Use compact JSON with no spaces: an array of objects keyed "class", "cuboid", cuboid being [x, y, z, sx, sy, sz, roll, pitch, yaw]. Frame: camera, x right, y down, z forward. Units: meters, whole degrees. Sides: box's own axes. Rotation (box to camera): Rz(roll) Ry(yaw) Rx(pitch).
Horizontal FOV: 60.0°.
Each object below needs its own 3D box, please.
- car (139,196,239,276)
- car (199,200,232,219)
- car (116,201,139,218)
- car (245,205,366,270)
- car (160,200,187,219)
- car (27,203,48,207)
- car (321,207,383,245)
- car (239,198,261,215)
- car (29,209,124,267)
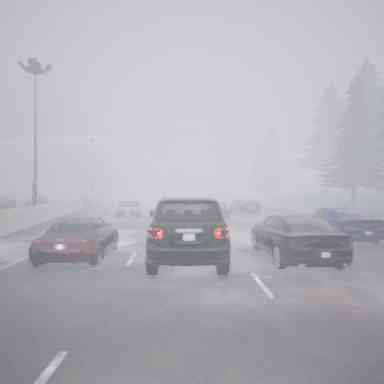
[{"class":"car","cuboid":[-0.169,1.148,10.295,2.150,2.045,5.566,0,0,-2]},{"class":"car","cuboid":[1.854,1.425,27.907,1.895,1.301,4.718,0,0,-7]},{"class":"car","cuboid":[-5.126,1.406,27.384,1.895,1.301,4.718,0,0,-7]},{"class":"car","cuboid":[3.290,1.417,10.895,1.882,1.535,5.008,0,1,-2]},{"class":"car","cuboid":[-1.637,1.415,27.658,1.895,1.301,4.718,0,0,-7]},{"class":"car","cuboid":[-17.663,1.186,38.215,2.128,1.511,4.902,0,0,-11]},{"class":"car","cuboid":[6.571,1.400,15.131,1.882,1.535,5.008,0,0,-3]},{"class":"car","cuboid":[4.921,1.289,31.365,1.882,1.535,5.008,0,0,-8]},{"class":"car","cuboid":[-3.727,1.478,11.179,1.994,1.385,4.181,0,0,-2]}]
